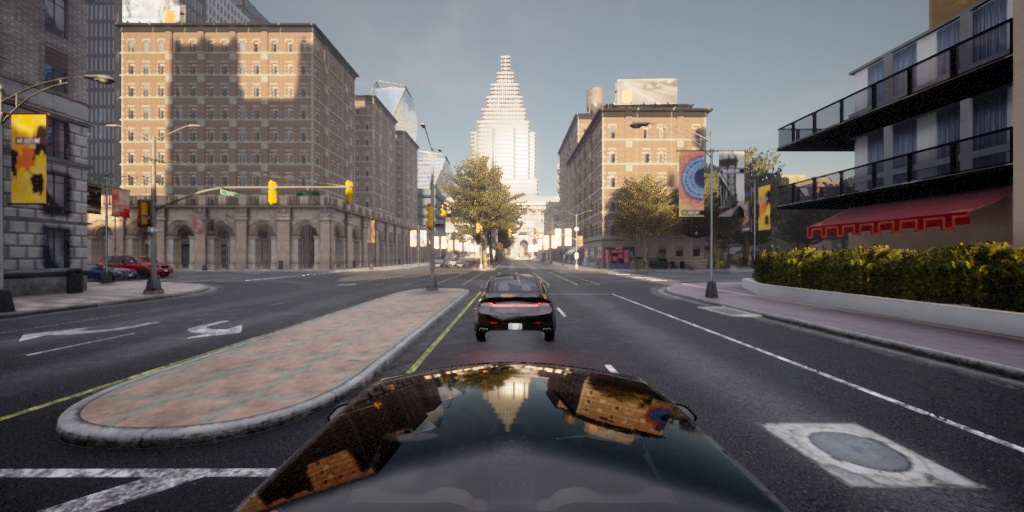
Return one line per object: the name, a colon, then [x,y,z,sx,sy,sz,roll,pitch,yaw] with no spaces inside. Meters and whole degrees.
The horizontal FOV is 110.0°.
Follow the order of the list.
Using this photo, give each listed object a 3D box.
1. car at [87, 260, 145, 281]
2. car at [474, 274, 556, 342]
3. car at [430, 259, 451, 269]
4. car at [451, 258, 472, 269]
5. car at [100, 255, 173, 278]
car: [-33.439,1.275,29.249,4.674,1.442,1.812,0,0,0]
car: [0.080,1.241,9.827,2.128,1.511,4.902,0,0,0]
car: [-11.554,1.274,57.510,1.812,1.442,4.674,0,0,0]
car: [-8.053,1.274,57.529,1.812,1.442,4.674,0,0,0]
car: [-34.437,0.969,32.738,5.566,2.045,2.150,0,0,-2]
